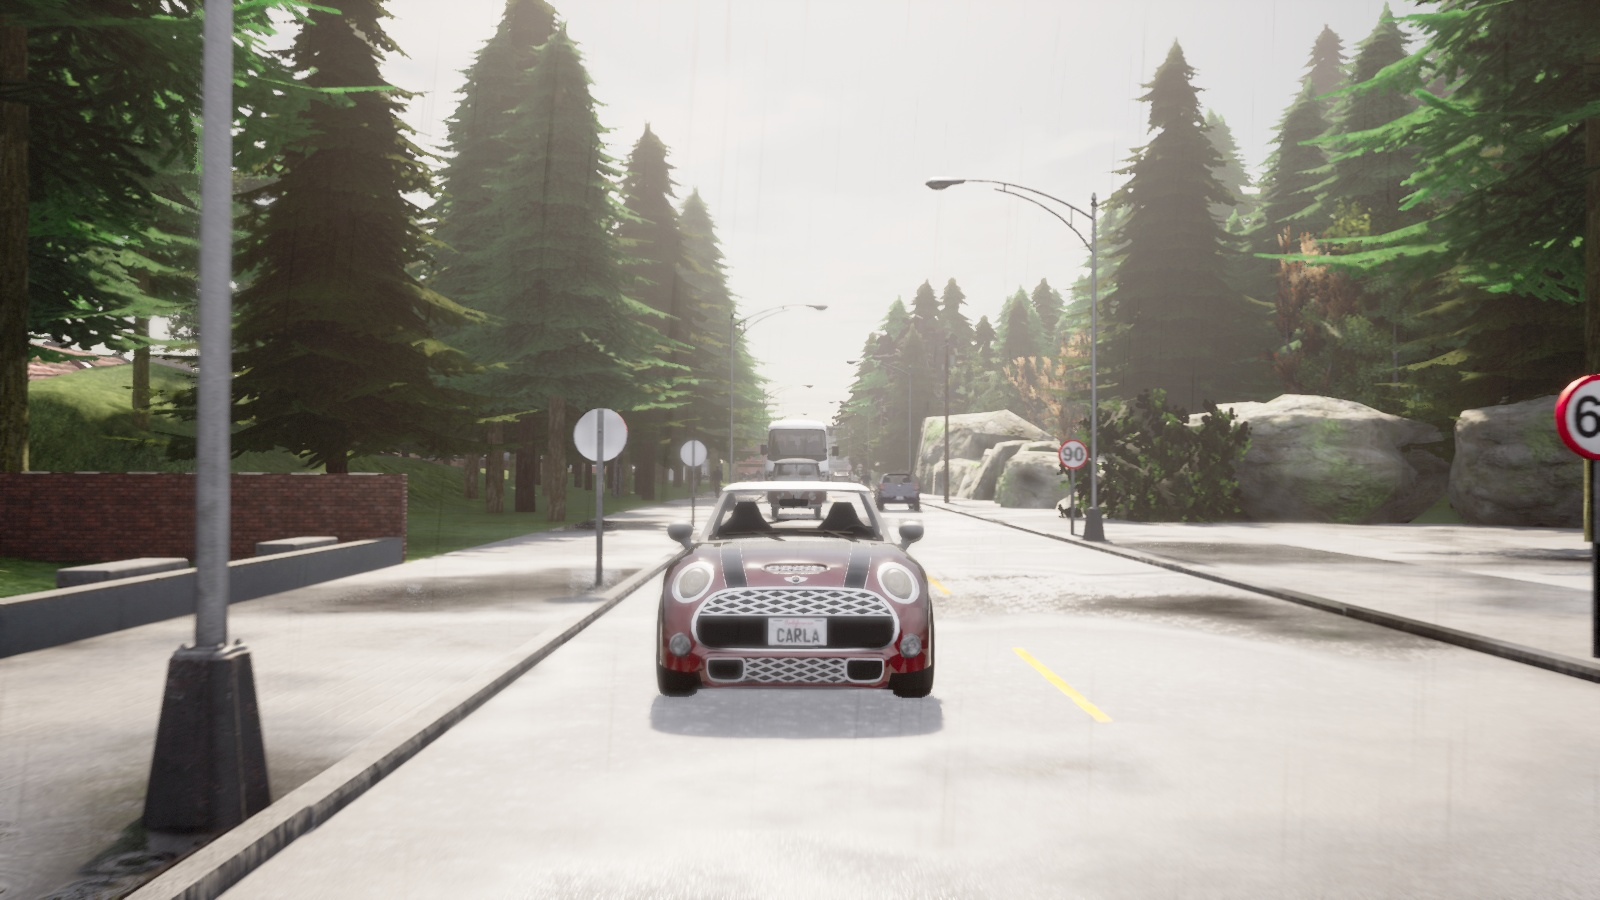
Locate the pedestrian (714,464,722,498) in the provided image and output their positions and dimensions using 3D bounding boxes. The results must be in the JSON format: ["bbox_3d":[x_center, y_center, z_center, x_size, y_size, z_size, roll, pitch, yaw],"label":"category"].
[{"bbox_3d":[-4.427,1.676,67.739,0.402,1.842,0.726,0,-1,0],"label":"pedestrian"}]

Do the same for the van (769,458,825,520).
[{"bbox_3d":[-0.103,1.283,42.748,1.775,1.987,4.442,0,-1,0],"label":"van"}]

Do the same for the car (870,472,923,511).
[{"bbox_3d":[3.889,1.667,51.036,1.845,1.501,3.633,0,-1,0],"label":"car"}]

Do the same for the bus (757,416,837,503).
[{"bbox_3d":[-0.135,0.564,67.216,3.944,4.253,10.273,0,-1,0],"label":"bus"}]

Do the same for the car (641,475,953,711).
[{"bbox_3d":[-0.025,0.946,9.876,1.970,1.475,3.806,0,-1,0],"label":"car"}]
